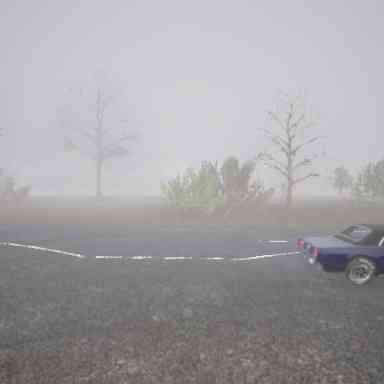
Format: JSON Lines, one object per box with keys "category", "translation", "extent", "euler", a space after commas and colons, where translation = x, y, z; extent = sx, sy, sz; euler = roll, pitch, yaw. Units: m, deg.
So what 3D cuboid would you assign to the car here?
{"category": "car", "translation": [5.254, 1.483, 8.356], "extent": [4.718, 1.301, 1.895], "euler": [1, 1, 3]}
